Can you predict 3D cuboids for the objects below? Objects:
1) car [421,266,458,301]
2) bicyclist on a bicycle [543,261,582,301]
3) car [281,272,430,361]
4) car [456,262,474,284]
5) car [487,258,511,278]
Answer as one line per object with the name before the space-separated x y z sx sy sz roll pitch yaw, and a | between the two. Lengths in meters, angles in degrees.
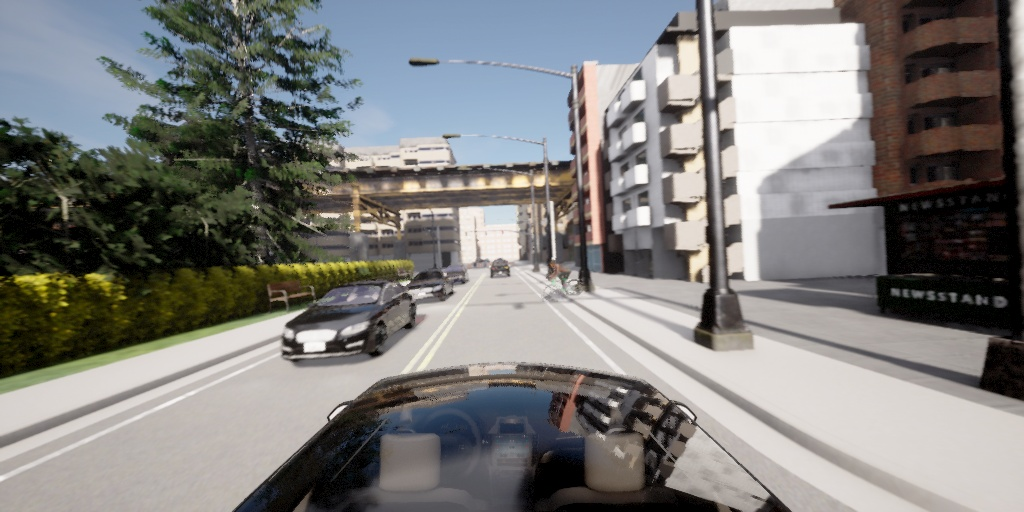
car | -4.105 1.447 18.285 1.812 1.442 4.674 -3 0 -2
bicyclist on a bicycle | 1.973 0.969 14.719 1.656 1.620 0.582 -12 0 -2
car | -3.754 1.416 9.086 2.128 1.511 4.902 -3 0 -2
car | -4.491 1.465 28.644 2.033 1.411 5.357 -3 0 -2
car | -1.126 1.229 34.087 1.837 1.490 4.892 -3 0 -2
